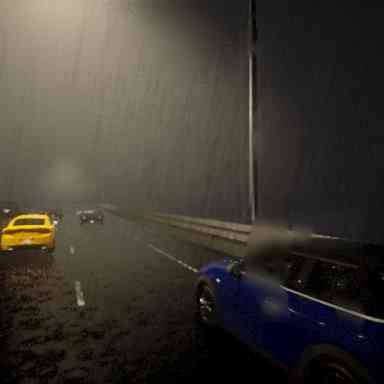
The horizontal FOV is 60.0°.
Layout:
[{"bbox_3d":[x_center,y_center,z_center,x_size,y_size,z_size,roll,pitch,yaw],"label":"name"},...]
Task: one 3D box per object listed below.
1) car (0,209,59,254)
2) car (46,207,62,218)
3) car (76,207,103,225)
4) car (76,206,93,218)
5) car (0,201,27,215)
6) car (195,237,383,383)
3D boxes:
[{"bbox_3d":[-7.283,1.790,15.210,1.882,1.535,5.008,0,-1,-21],"label":"car"},{"bbox_3d":[-16.323,2.411,39.199,1.895,1.301,4.718,0,-1,-20],"label":"car"},{"bbox_3d":[-9.086,2.205,29.725,1.895,1.301,4.718,0,-1,-20],"label":"car"},{"bbox_3d":[-13.183,2.434,40.632,1.895,1.301,4.718,0,-1,-19],"label":"car"},{"bbox_3d":[-17.430,1.891,32.124,2.150,2.045,5.566,0,-1,-20],"label":"car"},{"bbox_3d":[1.695,1.448,4.886,2.097,1.767,4.553,0,-1,-21],"label":"car"}]
